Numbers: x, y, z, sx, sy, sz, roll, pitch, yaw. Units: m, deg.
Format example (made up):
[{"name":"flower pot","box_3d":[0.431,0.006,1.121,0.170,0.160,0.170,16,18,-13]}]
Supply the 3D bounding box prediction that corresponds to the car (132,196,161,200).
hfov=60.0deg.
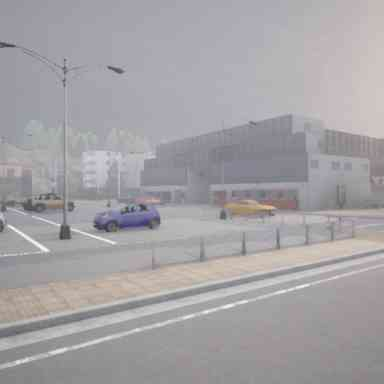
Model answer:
[{"name":"car","box_3d":[-6.005,1.325,45.888,2.097,1.767,4.553,0,0,-35]}]

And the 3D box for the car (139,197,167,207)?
[{"name":"car","box_3d":[-6.227,1.518,52.527,2.033,1.411,5.357,0,0,-35]}]

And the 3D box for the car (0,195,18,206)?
[{"name":"car","box_3d":[-23.532,1.149,46.355,5.027,1.636,2.152,0,0,-35]}]

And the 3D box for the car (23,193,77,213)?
[{"name":"car","box_3d":[-14.183,1.093,33.735,4.605,1.855,1.932,0,0,-35]}]

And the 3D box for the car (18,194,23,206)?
[{"name":"car","box_3d":[-16.188,1.073,35.878,3.866,1.878,1.905,0,0,-35]}]

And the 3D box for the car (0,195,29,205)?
[{"name":"car","box_3d":[-27.480,1.228,51.424,3.806,1.475,1.970,0,0,-35]}]

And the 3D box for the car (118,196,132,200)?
[{"name":"car","box_3d":[-11.961,1.476,60.624,1.837,1.490,4.892,0,0,-35]}]

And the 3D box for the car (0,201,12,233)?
[{"name":"car","box_3d":[-11.415,1.384,16.620,3.806,1.475,1.970,0,0,-35]}]

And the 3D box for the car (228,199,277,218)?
[{"name":"car","box_3d":[5.311,1.451,29.704,1.882,1.535,5.008,0,0,-35]}]

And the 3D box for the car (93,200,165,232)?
[{"name":"car","box_3d":[-3.628,1.370,18.439,3.633,1.501,1.845,0,0,-35]}]

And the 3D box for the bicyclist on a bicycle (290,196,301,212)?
[{"name":"bicyclist on a bicycle","box_3d":[10.848,1.270,34.843,1.656,1.620,0.582,0,0,-35]}]
